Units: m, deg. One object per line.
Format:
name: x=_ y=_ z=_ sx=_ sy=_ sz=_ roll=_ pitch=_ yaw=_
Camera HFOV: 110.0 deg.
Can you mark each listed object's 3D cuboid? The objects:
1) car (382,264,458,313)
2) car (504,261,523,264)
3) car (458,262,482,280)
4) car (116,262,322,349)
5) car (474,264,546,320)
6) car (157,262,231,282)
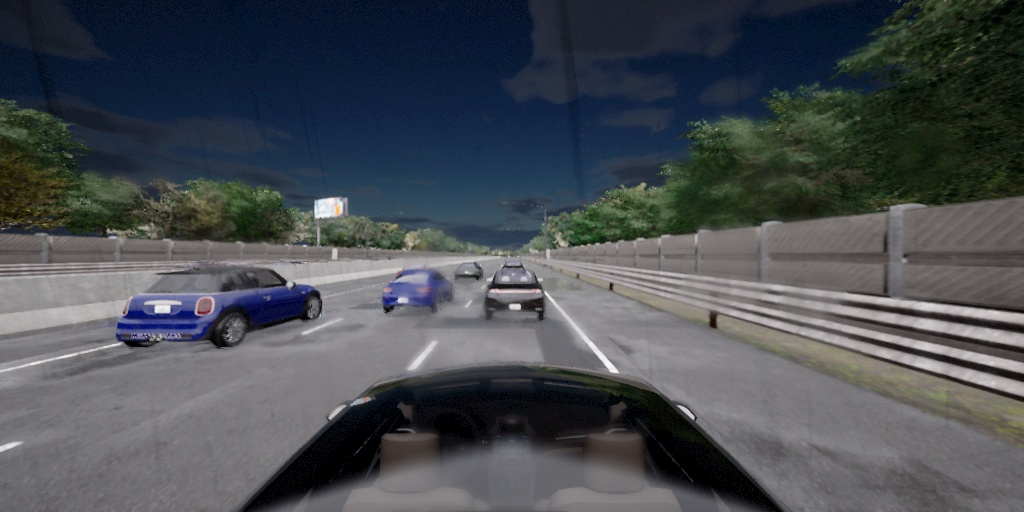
car: x=-3.398 y=1.213 z=13.515 sx=1.812 sy=1.442 sz=4.674 roll=0 pitch=0 yaw=0
car: x=0.105 y=1.112 z=28.287 sx=2.128 sy=1.511 sz=4.902 roll=0 pitch=0 yaw=0
car: x=-3.395 y=1.182 z=28.919 sx=1.994 sy=1.385 sz=4.181 roll=0 pitch=0 yaw=0
car: x=-6.906 y=1.060 z=9.216 sx=2.097 sy=1.767 sz=4.553 roll=0 pitch=0 yaw=0
car: x=0.100 y=1.185 z=12.357 sx=2.128 sy=1.511 sz=4.902 roll=0 pitch=0 yaw=0
car: x=-24.587 y=1.186 z=27.954 sx=1.994 sy=1.385 sz=4.181 roll=0 pitch=0 yaw=0
